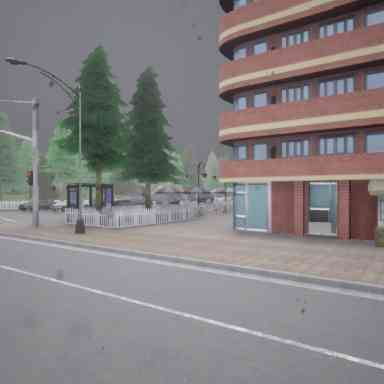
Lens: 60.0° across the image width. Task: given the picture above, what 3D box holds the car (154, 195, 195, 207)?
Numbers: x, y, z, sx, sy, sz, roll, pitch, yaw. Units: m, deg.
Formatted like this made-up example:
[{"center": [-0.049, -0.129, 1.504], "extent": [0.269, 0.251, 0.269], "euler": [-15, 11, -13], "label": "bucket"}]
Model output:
[{"center": [-2.095, 1.296, 41.285], "extent": [2.097, 1.767, 4.553], "euler": [0, 0, 37], "label": "car"}]

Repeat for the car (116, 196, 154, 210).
[{"center": [-6.486, 1.436, 41.259], "extent": [2.128, 1.511, 4.902], "euler": [0, 0, 35], "label": "car"}]

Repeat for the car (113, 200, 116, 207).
[{"center": [-8.243, 1.297, 44.844], "extent": [2.097, 1.767, 4.553], "euler": [0, 0, 38], "label": "car"}]

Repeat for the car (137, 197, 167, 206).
[{"center": [-6.322, 1.470, 52.743], "extent": [1.812, 1.442, 4.674], "euler": [0, 0, 42], "label": "car"}]

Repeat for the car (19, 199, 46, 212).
[{"center": [-17.492, 1.508, 38.101], "extent": [1.994, 1.385, 4.181], "euler": [0, 0, 36], "label": "car"}]

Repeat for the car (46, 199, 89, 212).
[{"center": [-13.574, 1.470, 37.588], "extent": [1.812, 1.442, 4.674], "euler": [0, 0, 36], "label": "car"}]

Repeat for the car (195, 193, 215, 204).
[{"center": [1.543, 1.166, 59.692], "extent": [5.566, 2.045, 2.150], "euler": [0, 0, -34], "label": "car"}]

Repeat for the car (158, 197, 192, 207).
[{"center": [-2.565, 1.492, 51.949], "extent": [5.357, 1.411, 2.033], "euler": [0, 0, -45], "label": "car"}]

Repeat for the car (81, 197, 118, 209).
[{"center": [-12.467, 1.470, 45.076], "extent": [1.812, 1.442, 4.674], "euler": [0, 0, 37], "label": "car"}]
